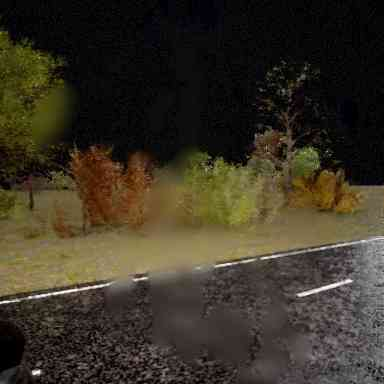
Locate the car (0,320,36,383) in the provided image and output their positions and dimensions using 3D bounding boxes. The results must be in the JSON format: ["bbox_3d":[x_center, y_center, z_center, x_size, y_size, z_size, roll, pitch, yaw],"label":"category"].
[{"bbox_3d":[-3.300,1.512,1.315,4.892,1.490,1.837,0,0,-36],"label":"car"}]
